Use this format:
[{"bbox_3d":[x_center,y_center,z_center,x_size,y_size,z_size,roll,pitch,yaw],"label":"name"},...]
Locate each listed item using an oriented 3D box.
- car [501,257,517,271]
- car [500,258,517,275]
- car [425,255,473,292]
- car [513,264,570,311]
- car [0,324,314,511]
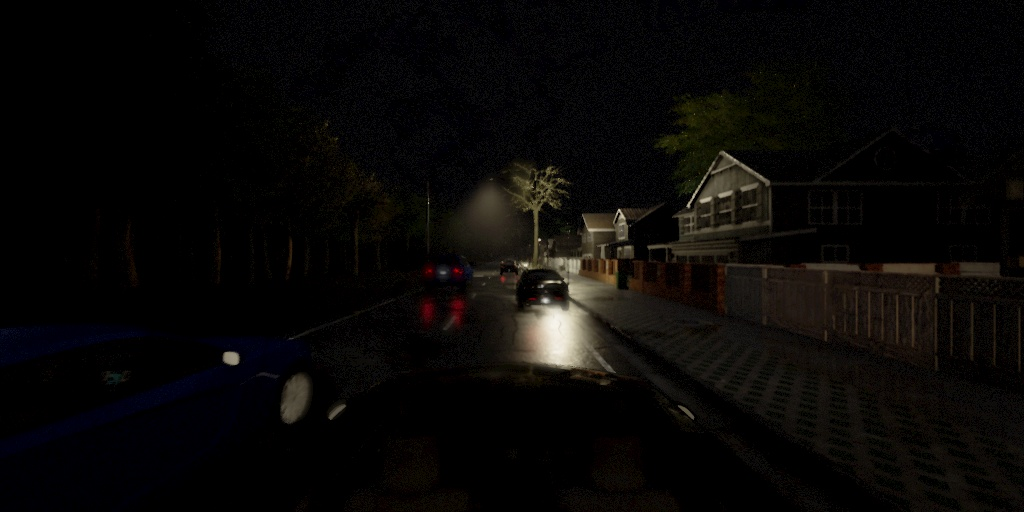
[{"bbox_3d":[-0.433,1.094,50.597,2.097,1.767,4.553,0,0,0],"label":"car"},{"bbox_3d":[-0.285,1.266,38.990,1.812,1.442,4.674,0,0,0],"label":"car"},{"bbox_3d":[-3.575,0.962,21.156,2.150,2.045,5.566,0,0,-1],"label":"car"},{"bbox_3d":[1.112,1.248,14.335,1.837,1.490,4.892,0,0,-1],"label":"car"},{"bbox_3d":[-3.404,1.227,2.506,1.882,1.535,5.008,0,0,-1],"label":"car"}]
